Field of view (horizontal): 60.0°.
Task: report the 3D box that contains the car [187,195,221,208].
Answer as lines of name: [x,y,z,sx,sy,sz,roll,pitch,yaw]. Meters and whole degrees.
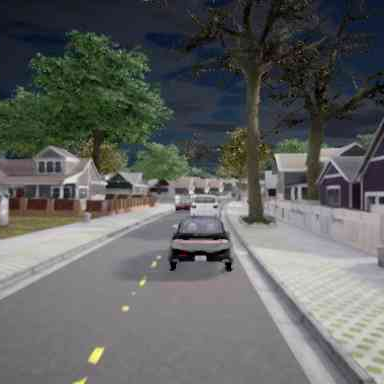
car: [1.111,1.276,26.793,2.150,2.045,5.566,0,-1,4]

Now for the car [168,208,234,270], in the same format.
car: [0.313,1.529,11.135,2.128,1.511,4.902,0,0,2]

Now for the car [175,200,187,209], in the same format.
car: [-0.811,1.658,38.681,1.895,1.301,4.718,0,0,6]
